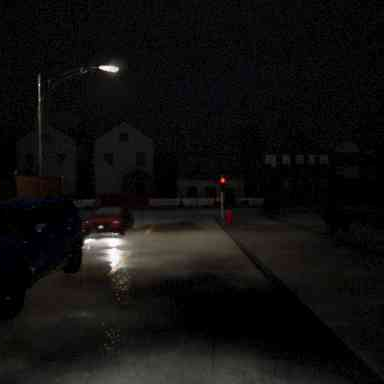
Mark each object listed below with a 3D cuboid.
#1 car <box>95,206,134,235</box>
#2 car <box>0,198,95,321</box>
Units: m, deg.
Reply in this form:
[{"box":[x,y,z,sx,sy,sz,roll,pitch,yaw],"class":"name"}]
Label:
[{"box":[-4.291,1.444,17.614,1.994,1.385,4.181,-1,1,0],"class":"car"},{"box":[-4.179,1.192,7.562,2.150,2.045,5.566,-1,1,0],"class":"car"}]
